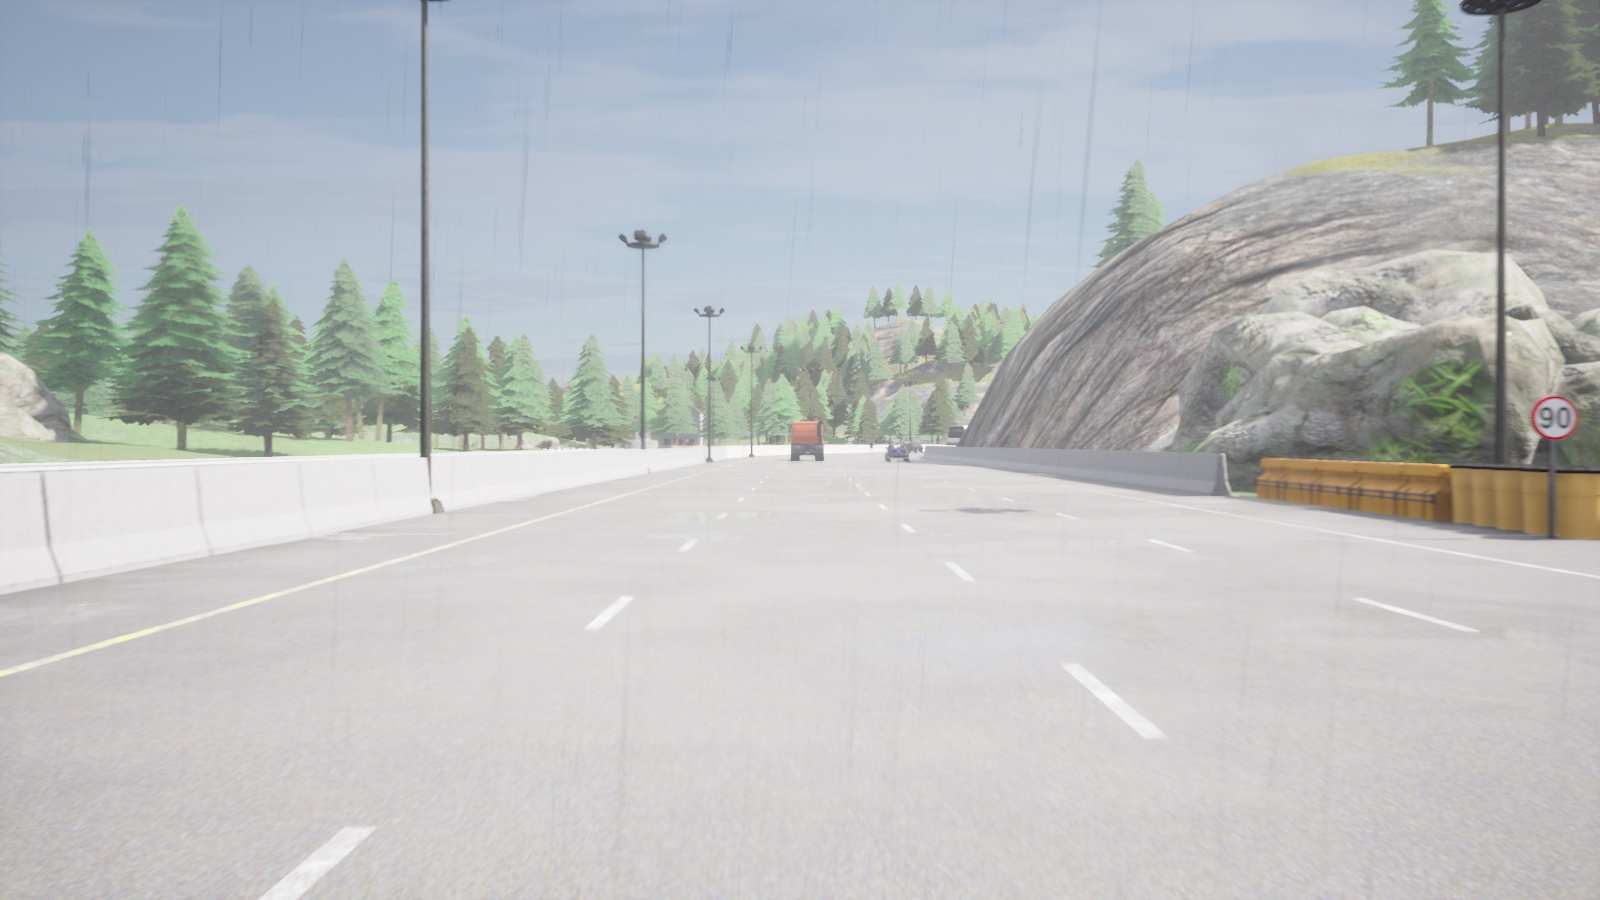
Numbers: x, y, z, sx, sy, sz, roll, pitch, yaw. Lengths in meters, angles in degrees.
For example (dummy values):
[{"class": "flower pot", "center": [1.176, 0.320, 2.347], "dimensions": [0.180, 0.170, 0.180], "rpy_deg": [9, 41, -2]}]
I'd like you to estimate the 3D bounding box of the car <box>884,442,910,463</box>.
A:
[{"class": "car", "center": [7.573, 0.184, 98.088], "dimensions": [1.789, 1.549, 3.705], "rpy_deg": [0, 0, 0]}]
